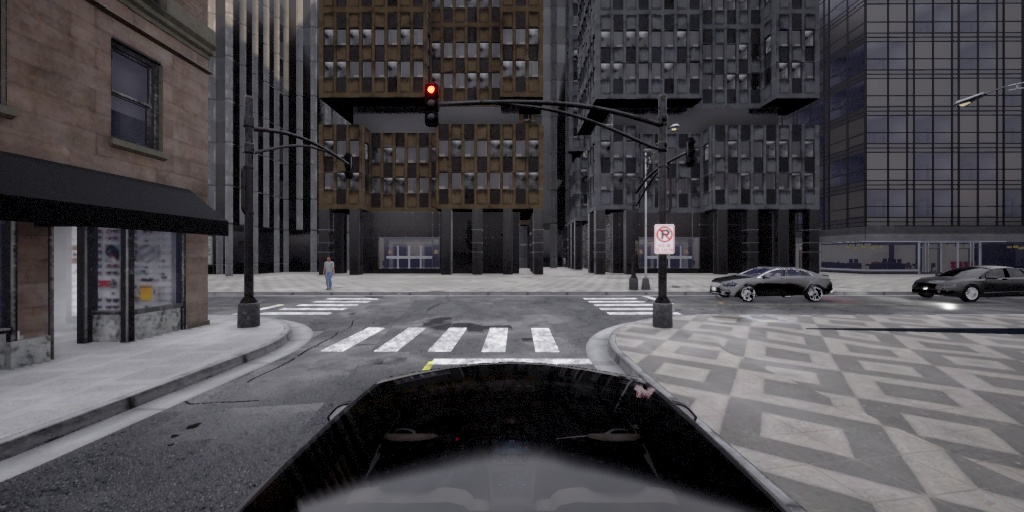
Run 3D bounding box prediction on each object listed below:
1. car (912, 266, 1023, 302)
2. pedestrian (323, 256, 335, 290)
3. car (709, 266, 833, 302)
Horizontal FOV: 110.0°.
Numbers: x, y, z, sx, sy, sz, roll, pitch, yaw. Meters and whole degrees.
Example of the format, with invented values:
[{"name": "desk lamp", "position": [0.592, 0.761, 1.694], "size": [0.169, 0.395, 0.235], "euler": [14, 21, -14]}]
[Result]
[{"name": "car", "position": [21.155, 1.223, 16.221], "size": [4.892, 1.490, 1.837], "euler": [0, 0, 1]}, {"name": "pedestrian", "position": [-9.927, 0.902, 19.470], "size": [0.375, 1.860, 0.375], "euler": [0, 0, 0]}, {"name": "car", "position": [11.635, 1.222, 16.289], "size": [4.902, 1.511, 2.128], "euler": [0, 0, 0]}]
